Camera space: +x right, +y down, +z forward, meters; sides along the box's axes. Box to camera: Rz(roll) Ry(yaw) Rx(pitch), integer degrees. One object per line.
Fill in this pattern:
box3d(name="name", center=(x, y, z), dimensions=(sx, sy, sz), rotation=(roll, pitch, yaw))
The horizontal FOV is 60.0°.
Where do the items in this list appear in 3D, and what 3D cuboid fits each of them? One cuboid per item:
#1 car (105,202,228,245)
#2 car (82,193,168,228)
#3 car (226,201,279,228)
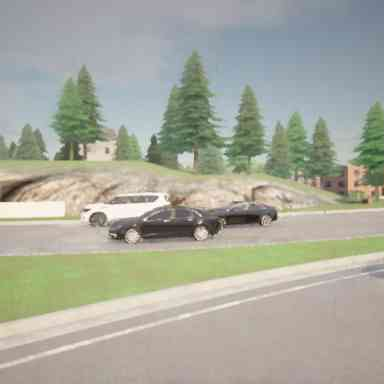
box3d(name="car", center=(-1.153, 1.385, 14.657), dimensions=(4.892, 1.490, 1.837), rotation=(-1, 1, -11))
box3d(name="car", center=(-4.064, 1.079, 21.106), dimensions=(5.566, 2.045, 2.150), rotation=(-1, 1, -9))
box3d(name="car", center=(2.603, 1.281, 19.177), dimensions=(4.902, 1.511, 2.128), rotation=(-1, 1, -19))
